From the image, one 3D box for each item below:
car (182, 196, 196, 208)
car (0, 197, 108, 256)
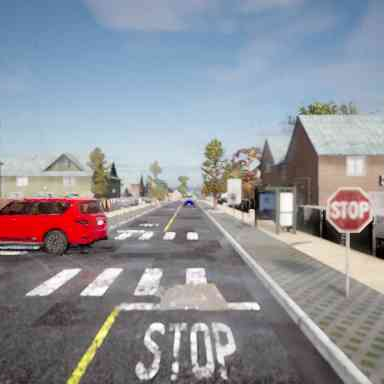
[{"bbox_3d":[-0.459,1.762,54.319,1.812,1.442,4.674,0,0,-1],"label":"car"},{"bbox_3d":[-6.074,1.226,13.073,5.566,2.045,2.150,0,-1,13],"label":"car"}]
